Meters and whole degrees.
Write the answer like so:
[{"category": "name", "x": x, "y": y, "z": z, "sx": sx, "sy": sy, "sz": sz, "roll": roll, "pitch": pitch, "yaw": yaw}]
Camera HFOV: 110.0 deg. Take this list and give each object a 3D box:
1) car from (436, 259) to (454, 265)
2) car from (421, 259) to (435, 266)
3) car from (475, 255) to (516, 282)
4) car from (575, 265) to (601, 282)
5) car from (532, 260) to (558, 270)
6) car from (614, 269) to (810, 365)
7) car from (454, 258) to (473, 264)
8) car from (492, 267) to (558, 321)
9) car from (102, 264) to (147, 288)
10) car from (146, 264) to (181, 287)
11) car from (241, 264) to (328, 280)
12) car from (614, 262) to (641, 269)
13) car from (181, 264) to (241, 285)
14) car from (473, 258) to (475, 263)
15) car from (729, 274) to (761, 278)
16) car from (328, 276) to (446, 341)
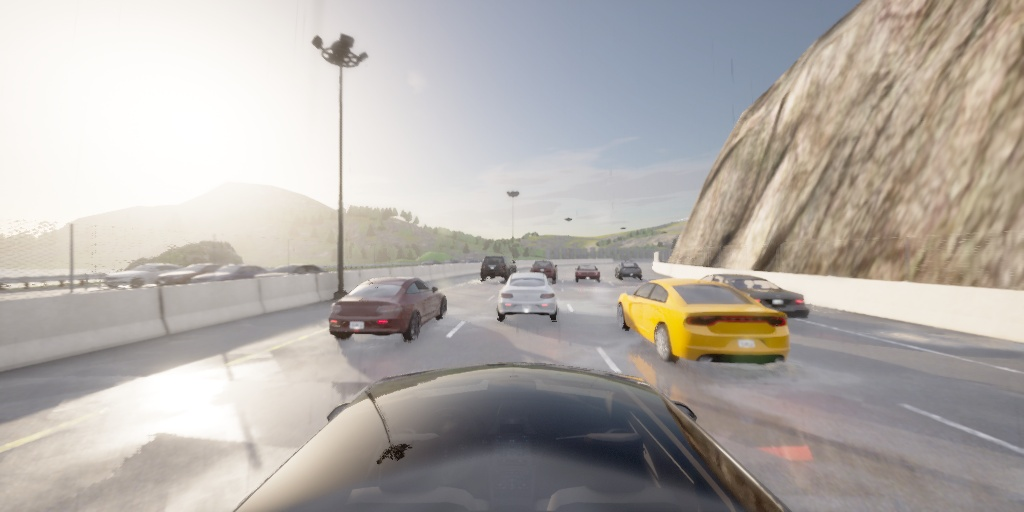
[{"category": "car", "x": -10.746, "y": 1.239, "z": 62.657, "sx": 2.128, "sy": 1.511, "sz": 4.902, "roll": 0, "pitch": 0, "yaw": 19}, {"category": "car", "x": -14.248, "y": 1.301, "z": 63.247, "sx": 1.994, "sy": 1.385, "sz": 4.181, "roll": 0, "pitch": 0, "yaw": 19}, {"category": "car", "x": -1.031, "y": 0.979, "z": 29.109, "sx": 2.150, "sy": 2.045, "sz": 5.566, "roll": 0, "pitch": 0, "yaw": 9}, {"category": "car", "x": 6.069, "y": 1.376, "z": 29.141, "sx": 1.895, "sy": 1.301, "sz": 4.718, "roll": 0, "pitch": 0, "yaw": 9}, {"category": "car", "x": 2.696, "y": 1.120, "z": 29.978, "sx": 2.097, "sy": 1.767, "sz": 4.553, "roll": 0, "pitch": 0, "yaw": 9}, {"category": "car", "x": 3.830, "y": 1.240, "z": 8.167, "sx": 1.882, "sy": 1.535, "sz": 5.008, "roll": 0, "pitch": 0, "yaw": 2}, {"category": "car", "x": -7.427, "y": 1.107, "z": 61.527, "sx": 2.097, "sy": 1.767, "sz": 4.553, "roll": 0, "pitch": 0, "yaw": 19}, {"category": "car", "x": 0.561, "y": 1.281, "z": 12.360, "sx": 1.812, "sy": 1.442, "sz": 4.674, "roll": 0, "pitch": 0, "yaw": 4}, {"category": "car", "x": -23.221, "y": 1.226, "z": 23.247, "sx": 1.812, "sy": 1.442, "sz": 4.674, "roll": 0, "pitch": 0, "yaw": 7}, {"category": "car", "x": -19.734, "y": 1.235, "z": 22.846, "sx": 1.812, "sy": 1.442, "sz": 4.674, "roll": 0, "pitch": 0, "yaw": 7}, {"category": "car", "x": -12.901, "y": 1.230, "z": 21.116, "sx": 1.837, "sy": 1.490, "sz": 4.892, "roll": 0, "pitch": 0, "yaw": 7}, {"category": "car", "x": 9.977, "y": 1.278, "z": 30.972, "sx": 2.128, "sy": 1.511, "sz": 4.902, "roll": 0, "pitch": 0, "yaw": 10}, {"category": "car", "x": -16.401, "y": 1.243, "z": 21.373, "sx": 1.812, "sy": 1.442, "sz": 4.674, "roll": 0, "pitch": 0, "yaw": 7}, {"category": "car", "x": -4.095, "y": 1.310, "z": 60.526, "sx": 2.033, "sy": 1.411, "sz": 5.357, "roll": 0, "pitch": 0, "yaw": 19}, {"category": "car", "x": 7.543, "y": 1.320, "z": 12.434, "sx": 2.033, "sy": 1.411, "sz": 5.357, "roll": 0, "pitch": 0, "yaw": 4}, {"category": "car", "x": -3.113, "y": 1.271, "z": 9.728, "sx": 1.812, "sy": 1.442, "sz": 4.674, "roll": 0, "pitch": 0, "yaw": 3}]
